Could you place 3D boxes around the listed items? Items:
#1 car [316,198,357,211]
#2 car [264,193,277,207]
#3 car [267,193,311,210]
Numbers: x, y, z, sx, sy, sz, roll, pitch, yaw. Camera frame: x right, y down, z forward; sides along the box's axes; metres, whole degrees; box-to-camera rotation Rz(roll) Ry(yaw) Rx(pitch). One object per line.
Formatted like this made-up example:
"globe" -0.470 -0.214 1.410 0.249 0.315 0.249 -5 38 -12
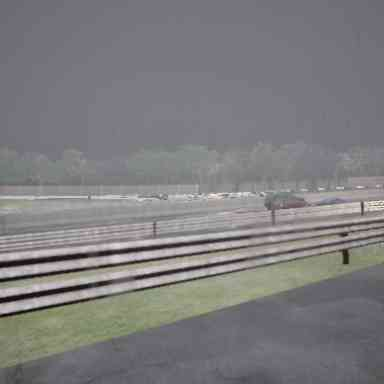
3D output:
"car" 16.180 1.368 37.137 5.008 1.535 1.882 -3 2 -23
"car" 11.942 1.137 42.954 5.566 2.045 2.150 -3 2 -23
"car" 11.658 1.401 39.047 4.553 1.767 2.097 -3 2 -23
